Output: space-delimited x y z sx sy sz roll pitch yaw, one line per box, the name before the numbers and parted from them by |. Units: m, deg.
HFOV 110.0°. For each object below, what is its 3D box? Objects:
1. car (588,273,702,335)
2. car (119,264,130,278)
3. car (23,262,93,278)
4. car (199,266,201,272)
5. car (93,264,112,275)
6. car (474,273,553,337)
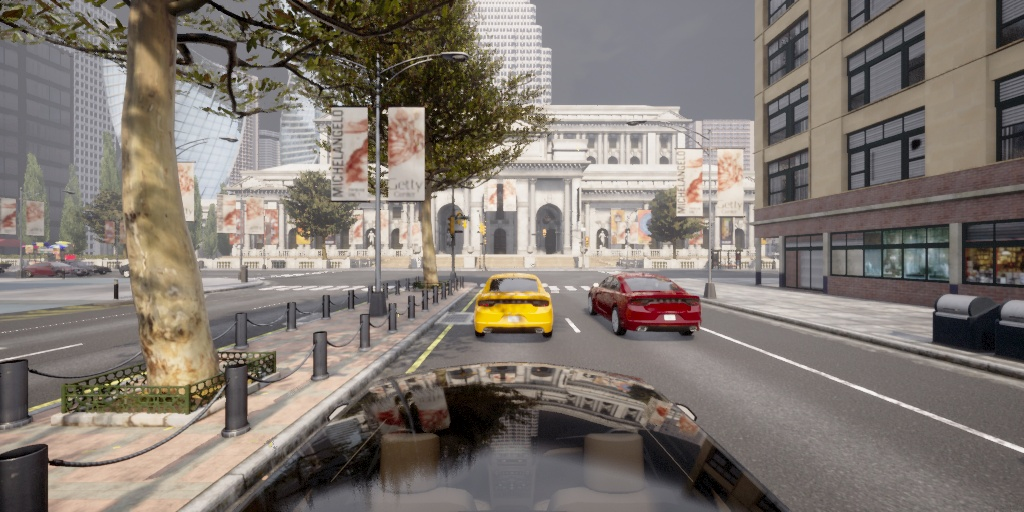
car | 3.557 1.228 10.517 1.882 1.535 5.008 0 0 0
car | -34.182 1.255 34.000 4.892 1.490 1.837 0 0 0
car | -43.381 1.276 33.967 4.674 1.442 1.812 0 0 -1
car | -35.480 1.228 37.499 5.008 1.535 1.882 0 0 0
car | -45.304 1.297 37.460 5.357 1.411 2.033 0 0 0
car | 0.055 1.228 10.338 1.882 1.535 5.008 0 0 0
